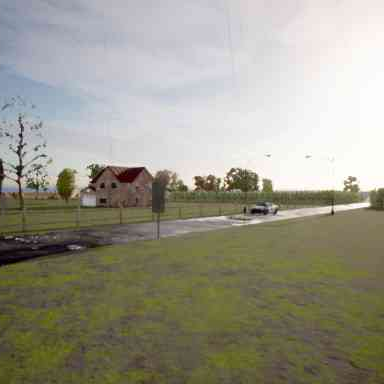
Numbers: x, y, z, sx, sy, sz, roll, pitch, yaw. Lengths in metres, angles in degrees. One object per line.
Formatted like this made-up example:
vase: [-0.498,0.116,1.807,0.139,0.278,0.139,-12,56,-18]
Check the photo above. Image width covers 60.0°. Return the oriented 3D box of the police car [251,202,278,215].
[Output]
police car: [8.954,2.044,41.240,2.038,1.542,4.974,1,0,35]
